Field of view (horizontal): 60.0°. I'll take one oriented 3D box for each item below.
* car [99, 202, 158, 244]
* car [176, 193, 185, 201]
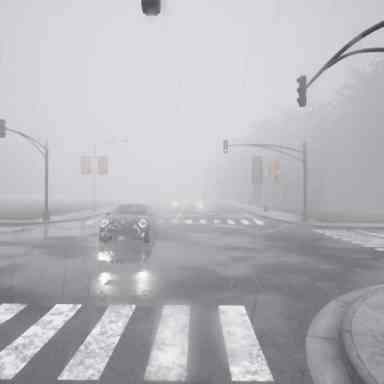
[{"bbox_3d":[-2.816,1.293,15.543,2.097,1.767,4.553,1,-1,0],"label":"car"},{"bbox_3d":[-2.907,1.183,85.693,2.150,2.045,5.566,0,0,0],"label":"car"}]
